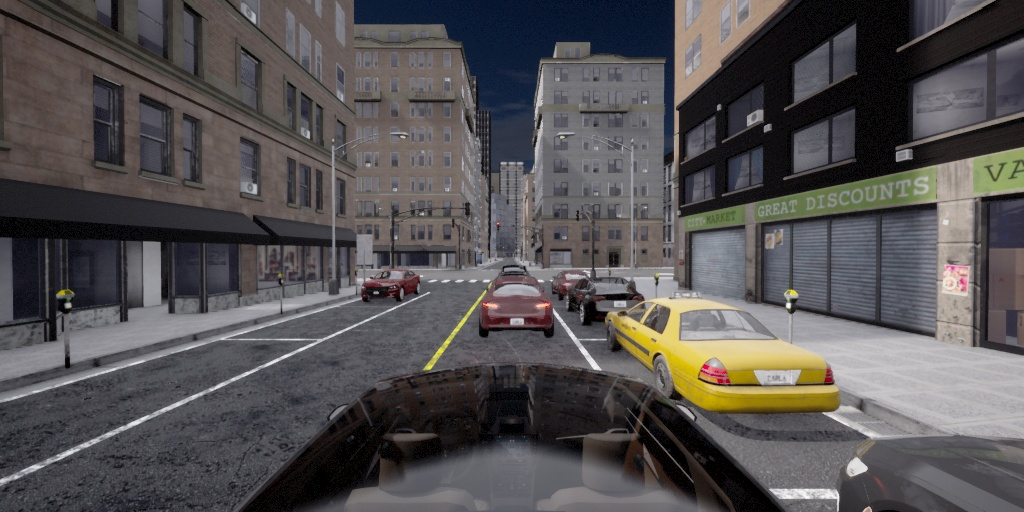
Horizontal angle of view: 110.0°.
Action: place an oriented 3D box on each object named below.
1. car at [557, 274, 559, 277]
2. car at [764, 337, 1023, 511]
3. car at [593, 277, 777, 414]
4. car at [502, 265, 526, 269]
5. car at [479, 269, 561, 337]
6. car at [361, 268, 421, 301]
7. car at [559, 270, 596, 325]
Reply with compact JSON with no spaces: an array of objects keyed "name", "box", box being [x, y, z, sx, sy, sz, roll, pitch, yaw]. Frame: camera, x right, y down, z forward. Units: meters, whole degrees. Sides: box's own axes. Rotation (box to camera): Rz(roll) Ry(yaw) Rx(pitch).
[{"name":"car","box":[2.889,1.327,17.189,1.802,1.307,4.207,0,0,0]},{"name":"car","box":[2.872,1.301,0.431,2.007,1.370,4.403,0,0,0]},{"name":"car","box":[2.878,1.274,6.187,1.751,1.417,4.829,0,0,0]},{"name":"car","box":[0.116,1.248,20.446,1.837,1.490,4.892,0,0,0]},{"name":"car","box":[0.102,1.273,10.167,1.812,1.442,4.674,0,0,0]},{"name":"car","box":[-5.656,1.290,17.195,1.888,1.381,4.507,0,0,0]},{"name":"car","box":[2.884,1.313,11.603,1.948,1.339,4.313,0,0,0]}]
